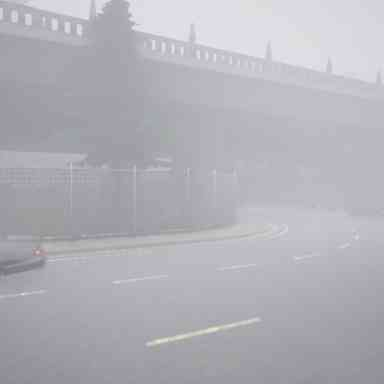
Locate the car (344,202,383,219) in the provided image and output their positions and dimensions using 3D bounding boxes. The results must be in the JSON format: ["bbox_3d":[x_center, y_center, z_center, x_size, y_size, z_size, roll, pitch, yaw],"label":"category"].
[{"bbox_3d":[14.499,1.463,27.074,1.895,1.301,4.718,0,0,-7],"label":"car"}]

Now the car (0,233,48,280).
[{"bbox_3d":[-6.346,1.528,7.885,5.357,1.411,2.033,0,0,-26],"label":"car"}]

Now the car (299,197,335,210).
[{"bbox_3d":[14.810,1.315,39.638,1.837,1.490,4.892,0,0,-19],"label":"car"}]

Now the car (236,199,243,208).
[{"bbox_3d":[4.958,1.304,44.990,2.128,1.511,4.902,0,0,-26],"label":"car"}]
